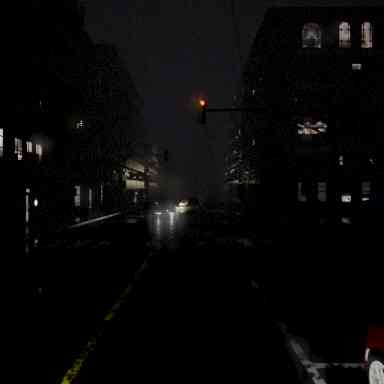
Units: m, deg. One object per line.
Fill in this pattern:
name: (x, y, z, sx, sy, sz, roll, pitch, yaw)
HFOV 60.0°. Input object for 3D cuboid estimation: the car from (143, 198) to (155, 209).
car: (-5.598, 1.560, 45.299, 2.008, 1.369, 4.403, 0, 0, 0)

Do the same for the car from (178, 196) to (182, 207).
car: (-2.962, 1.540, 51.295, 1.812, 1.442, 4.674, 0, 0, 0)

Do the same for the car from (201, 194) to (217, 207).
car: (2.793, 1.454, 50.804, 1.967, 1.590, 4.097, -1, 0, 0)

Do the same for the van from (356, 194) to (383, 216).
van: (15.701, 1.035, 27.347, 3.998, 1.788, 1.690, -1, 1, -1)

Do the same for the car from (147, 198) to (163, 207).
car: (-5.586, 1.580, 50.827, 1.947, 1.339, 4.313, 0, 0, 0)

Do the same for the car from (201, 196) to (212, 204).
car: (2.830, 1.577, 67.387, 2.008, 1.369, 4.403, -1, 0, 0)

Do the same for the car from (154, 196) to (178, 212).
car: (-3.009, 1.532, 39.304, 1.812, 1.442, 4.674, 0, 0, 0)

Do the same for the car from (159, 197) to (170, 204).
car: (-5.551, 1.609, 67.411, 1.802, 1.307, 4.206, -1, 0, 0)

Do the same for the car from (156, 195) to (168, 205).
car: (-5.564, 1.462, 61.883, 1.967, 1.590, 4.097, -1, 0, 0)

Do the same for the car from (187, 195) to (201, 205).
car: (0.227, 1.544, 57.652, 1.812, 1.442, 4.674, 0, 0, 0)

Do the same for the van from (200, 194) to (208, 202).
van: (2.852, 1.379, 78.443, 1.690, 1.788, 3.998, -1, 0, 0)

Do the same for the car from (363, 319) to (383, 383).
car: (2.687, 1.544, 1.804, 1.887, 1.381, 4.507, 0, 0, 0)

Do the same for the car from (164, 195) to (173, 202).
car: (-5.527, 1.563, 78.296, 1.752, 1.417, 4.829, -1, 0, 0)

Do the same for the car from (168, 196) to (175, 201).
car: (-5.501, 1.632, 89.522, 1.802, 1.307, 4.206, -1, 0, 0)

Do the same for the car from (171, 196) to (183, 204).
car: (-2.887, 1.572, 65.975, 2.033, 1.411, 5.357, 0, 0, 1)

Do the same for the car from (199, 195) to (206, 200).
car: (2.890, 1.602, 95.027, 1.887, 1.381, 4.507, -1, 0, 0)
